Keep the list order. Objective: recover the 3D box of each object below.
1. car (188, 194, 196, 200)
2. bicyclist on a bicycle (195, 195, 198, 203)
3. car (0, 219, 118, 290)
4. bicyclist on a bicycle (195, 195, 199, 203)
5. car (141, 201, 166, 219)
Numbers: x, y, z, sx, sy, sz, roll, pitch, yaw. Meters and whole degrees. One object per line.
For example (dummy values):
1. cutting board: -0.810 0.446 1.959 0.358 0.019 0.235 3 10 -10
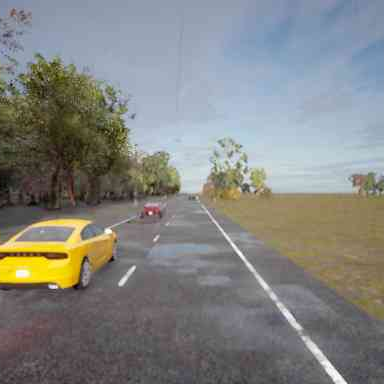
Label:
1. car: 0.034 1.326 89.115 2.097 1.767 4.553 0 0 0
2. bicyclist on a bicycle: 0.990 1.535 71.357 0.582 1.620 1.656 0 -1 0
3. car: -3.396 1.488 9.141 1.882 1.535 5.008 0 0 0
4. bicyclist on a bicycle: 0.983 1.509 62.506 0.866 1.612 1.509 0 -1 0
5. car: -3.389 1.559 29.539 1.812 1.442 4.674 0 0 0
